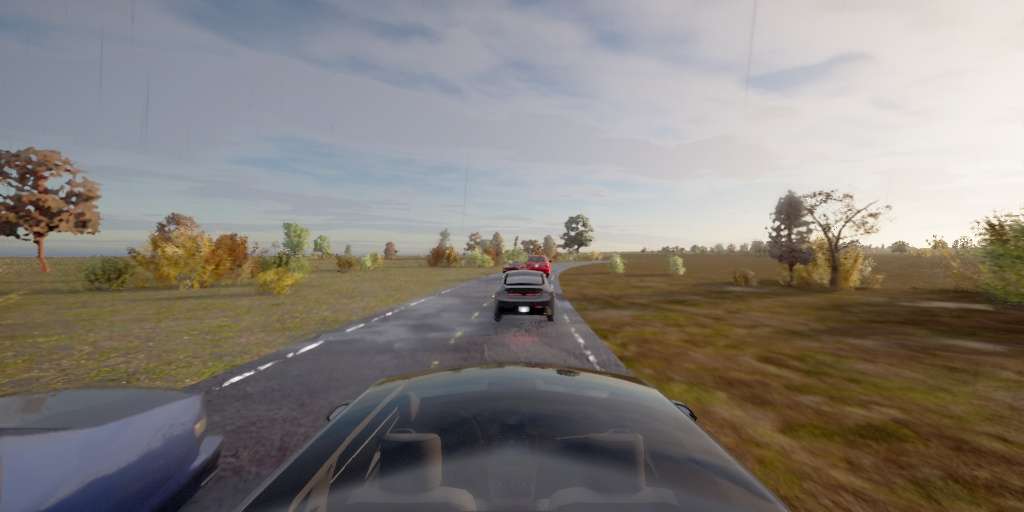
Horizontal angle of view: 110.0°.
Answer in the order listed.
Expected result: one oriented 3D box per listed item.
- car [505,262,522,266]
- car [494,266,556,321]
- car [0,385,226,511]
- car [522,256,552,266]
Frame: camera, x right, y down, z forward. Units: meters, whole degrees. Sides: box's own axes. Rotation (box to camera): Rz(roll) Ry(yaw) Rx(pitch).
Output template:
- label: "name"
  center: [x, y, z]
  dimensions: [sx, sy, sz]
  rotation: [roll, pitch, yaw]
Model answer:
- label: "car"
  center: [0.156, 1.347, 39.742]
  dimensions: [1.895, 1.301, 4.718]
  rotation: [0, 0, 10]
- label: "car"
  center: [0.456, 1.262, 12.547]
  dimensions: [1.837, 1.490, 4.892]
  rotation: [0, 0, 3]
- label: "car"
  center: [-3.073, 1.289, 0.272]
  dimensions: [2.033, 1.411, 5.357]
  rotation: [0, 0, 0]
- label: "car"
  center: [2.579, 0.977, 34.481]
  dimensions: [2.150, 2.045, 5.566]
  rotation: [0, 0, 8]
